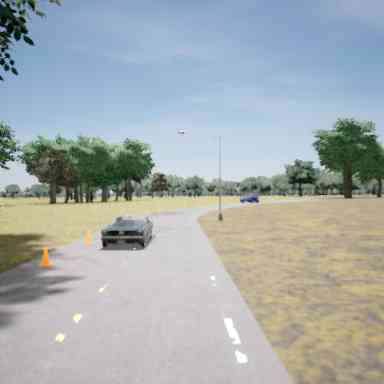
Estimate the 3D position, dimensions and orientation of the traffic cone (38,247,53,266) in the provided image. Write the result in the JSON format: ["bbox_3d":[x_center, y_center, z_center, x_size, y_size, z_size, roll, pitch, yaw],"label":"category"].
[{"bbox_3d":[-4.735,2.063,10.777,0.340,0.580,0.340,0,0,-2],"label":"traffic cone"}]

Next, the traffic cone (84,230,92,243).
[{"bbox_3d":[-4.895,2.098,15.774,0.340,0.580,0.340,0,0,-2],"label":"traffic cone"}]

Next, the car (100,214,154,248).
[{"bbox_3d":[-2.915,1.741,15.692,1.895,1.301,4.718,0,0,-2],"label":"car"}]

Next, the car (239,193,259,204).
[{"bbox_3d":[11.832,1.318,68.346,2.150,2.045,5.566,-1,0,37],"label":"car"}]
